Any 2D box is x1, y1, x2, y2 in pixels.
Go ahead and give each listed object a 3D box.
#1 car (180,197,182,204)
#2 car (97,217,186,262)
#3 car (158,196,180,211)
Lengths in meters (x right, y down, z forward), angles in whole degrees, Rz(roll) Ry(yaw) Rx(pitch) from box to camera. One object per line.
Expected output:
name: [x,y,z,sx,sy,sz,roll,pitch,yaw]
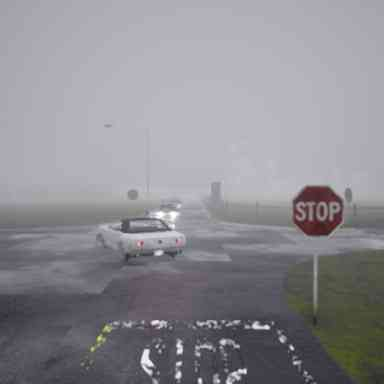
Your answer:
car: [-2.707,1.329,55.177,1.994,1.385,4.181,0,0,0]
car: [-2.078,1.568,12.144,1.895,1.301,4.718,0,0,-28]
car: [-2.771,1.437,37.889,1.895,1.301,4.718,0,0,0]
